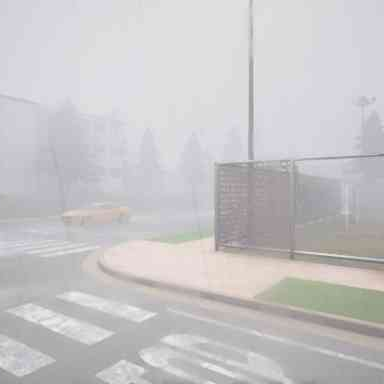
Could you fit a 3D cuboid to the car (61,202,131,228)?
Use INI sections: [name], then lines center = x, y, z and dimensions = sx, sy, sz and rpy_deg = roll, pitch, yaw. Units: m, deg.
[car]
center = -6.336, 1.457, 22.422
dimensions = 1.882, 1.535, 5.008
rpy_deg = 0, 0, 35
